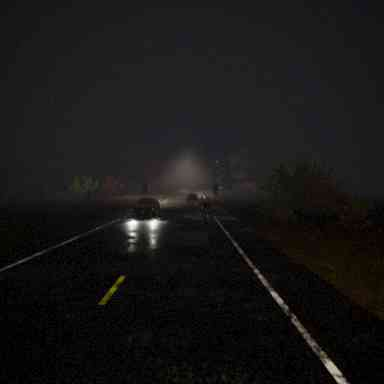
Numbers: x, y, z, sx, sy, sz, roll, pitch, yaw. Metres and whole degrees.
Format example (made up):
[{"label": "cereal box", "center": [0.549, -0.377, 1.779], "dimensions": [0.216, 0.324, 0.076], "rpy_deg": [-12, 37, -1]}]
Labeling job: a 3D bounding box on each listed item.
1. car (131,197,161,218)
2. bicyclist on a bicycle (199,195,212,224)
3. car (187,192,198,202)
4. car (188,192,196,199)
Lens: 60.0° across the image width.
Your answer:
[{"label": "car", "center": [-3.602, 1.190, 26.628], "dimensions": [1.882, 1.535, 5.008], "rpy_deg": [0, 0, 0]}, {"label": "bicyclist on a bicycle", "center": [0.958, 1.147, 20.677], "dimensions": [0.659, 1.776, 1.843], "rpy_deg": [0, 1, 0]}, {"label": "car", "center": [0.075, 0.945, 57.496], "dimensions": [1.994, 1.385, 4.181], "rpy_deg": [0, 1, 0]}, {"label": "car", "center": [-0.014, 0.715, 73.724], "dimensions": [1.895, 1.301, 4.718], "rpy_deg": [0, 2, 0]}]
